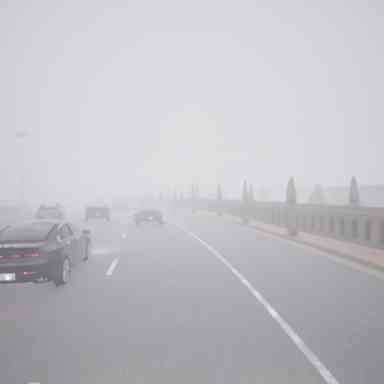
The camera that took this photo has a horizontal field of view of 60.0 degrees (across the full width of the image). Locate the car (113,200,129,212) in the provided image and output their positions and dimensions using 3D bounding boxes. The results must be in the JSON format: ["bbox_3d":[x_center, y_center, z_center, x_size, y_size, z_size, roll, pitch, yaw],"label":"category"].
[{"bbox_3d":[-9.063,1.625,40.937,1.994,1.385,4.181,-1,0,-23],"label":"car"}]

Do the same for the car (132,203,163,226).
[{"bbox_3d":[-3.247,1.539,23.923,1.812,1.442,4.674,-1,0,-14],"label":"car"}]

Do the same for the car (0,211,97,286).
[{"bbox_3d":[-4.141,1.542,9.412,1.837,1.490,4.892,0,0,-6],"label":"car"}]

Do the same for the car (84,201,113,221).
[{"bbox_3d":[-7.834,1.538,27.484,1.882,1.535,5.008,0,0,-16],"label":"car"}]

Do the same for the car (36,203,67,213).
[{"bbox_3d":[-11.252,1.591,26.720,2.128,1.511,4.902,-1,0,-16],"label":"car"}]
